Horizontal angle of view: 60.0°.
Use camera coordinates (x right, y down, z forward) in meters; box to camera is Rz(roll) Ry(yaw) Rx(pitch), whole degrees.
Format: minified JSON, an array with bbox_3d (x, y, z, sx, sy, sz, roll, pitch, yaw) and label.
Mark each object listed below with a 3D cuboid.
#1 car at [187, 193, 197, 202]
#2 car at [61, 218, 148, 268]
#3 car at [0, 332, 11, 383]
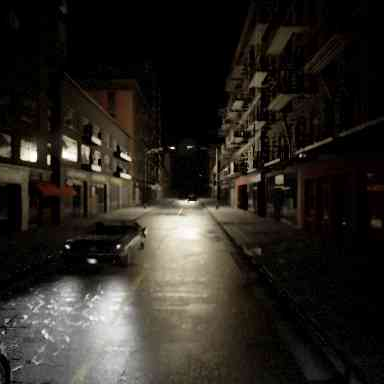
[{"bbox_3d":[0.007,1.481,73.854,2.128,1.511,4.902,0,0,0],"label":"car"},{"bbox_3d":[-2.761,1.618,11.465,1.895,1.301,4.718,0,0,0],"label":"car"},{"bbox_3d":[-2.841,1.568,1.675,1.994,1.385,4.181,0,0,1],"label":"car"}]
